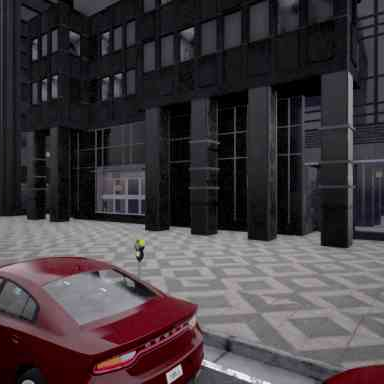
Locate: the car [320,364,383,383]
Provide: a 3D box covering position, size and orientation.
[{"bbox_3d":[2.608,1.545,1.096,4.507,1.381,1.887,0,0,36],"label":"car"}]

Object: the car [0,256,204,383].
[{"bbox_3d":[-1.974,1.545,4.378,4.507,1.381,1.887,0,0,36],"label":"car"}]
